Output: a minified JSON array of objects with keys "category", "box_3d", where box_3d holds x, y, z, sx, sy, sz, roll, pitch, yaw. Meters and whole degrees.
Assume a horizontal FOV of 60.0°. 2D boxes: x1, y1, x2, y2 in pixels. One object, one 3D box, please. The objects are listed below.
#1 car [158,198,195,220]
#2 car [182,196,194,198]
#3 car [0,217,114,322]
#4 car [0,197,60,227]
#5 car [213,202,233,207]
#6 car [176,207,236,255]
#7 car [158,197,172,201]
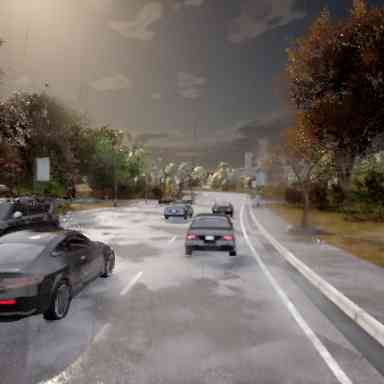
[{"category":"car","box_3d":[-1.065,1.521,28.030,2.033,1.411,5.357,0,0,8]},{"category":"car","box_3d":[-0.677,1.313,53.742,1.882,1.535,5.008,0,0,9]},{"category":"car","box_3d":[-3.101,1.515,7.144,1.812,1.442,4.674,0,0,3]},{"category":"car","box_3d":[-6.570,1.199,11.444,2.150,2.045,5.566,0,0,4]},{"category":"car","box_3d":[2.959,1.574,31.420,1.895,1.301,4.718,0,0,8]},{"category":"car","box_3d":[0.787,1.544,13.334,2.033,1.411,5.357,0,0,5]},{"category":"car","box_3d":[-4.136,1.475,54.281,1.895,1.301,4.718,0,0,9]}]
